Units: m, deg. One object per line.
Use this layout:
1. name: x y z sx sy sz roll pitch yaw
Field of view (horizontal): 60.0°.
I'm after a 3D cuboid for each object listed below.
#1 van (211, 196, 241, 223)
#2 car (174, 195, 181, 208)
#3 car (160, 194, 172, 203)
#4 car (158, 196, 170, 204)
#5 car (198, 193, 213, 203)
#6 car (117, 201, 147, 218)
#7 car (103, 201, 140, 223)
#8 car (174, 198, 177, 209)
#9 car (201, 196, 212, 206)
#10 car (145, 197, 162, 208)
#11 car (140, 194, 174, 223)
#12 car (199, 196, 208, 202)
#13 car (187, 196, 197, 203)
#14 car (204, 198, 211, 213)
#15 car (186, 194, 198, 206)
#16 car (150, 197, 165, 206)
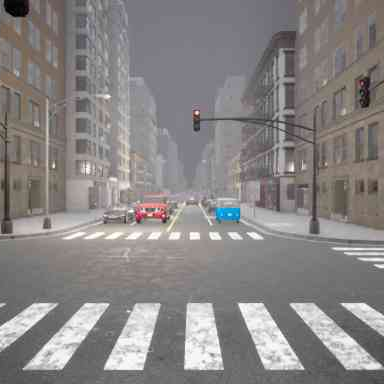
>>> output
1. van: 2.607 1.340 24.928 1.690 1.788 3.998 0 0 0
2. car: -2.889 1.500 45.469 1.837 1.490 4.892 0 0 0
3. car: -5.471 1.292 70.365 2.192 1.841 5.009 0 0 0
4. car: -5.464 1.547 64.683 1.947 1.339 4.313 0 0 0
5. car: 2.574 1.305 53.335 2.192 1.841 5.009 0 0 0
6. car: -5.425 1.543 30.592 1.887 1.381 4.507 0 0 0
7. car: -5.418 1.549 24.910 2.008 1.369 4.403 0 0 0
8. car: -2.894 1.599 35.409 1.895 1.301 4.718 0 0 0
9. car: 2.581 1.576 47.653 1.802 1.307 4.206 0 0 0
10. car: -5.444 1.519 47.468 1.752 1.417 4.829 0 0 0
11. car: -2.878 1.220 25.592 2.150 2.045 5.566 0 0 0
12. car: 2.547 1.524 76.060 2.008 1.369 4.403 0 0 0
13. car: 0.016 1.579 68.732 1.895 1.301 4.718 0 0 0
14. car: 2.594 1.580 36.290 1.802 1.307 4.206 0 0 0
15. car: 0.034 1.551 55.691 1.994 1.385 4.181 0 0 0
16. car: -5.451 1.556 53.320 1.947 1.339 4.313 0 0 0
